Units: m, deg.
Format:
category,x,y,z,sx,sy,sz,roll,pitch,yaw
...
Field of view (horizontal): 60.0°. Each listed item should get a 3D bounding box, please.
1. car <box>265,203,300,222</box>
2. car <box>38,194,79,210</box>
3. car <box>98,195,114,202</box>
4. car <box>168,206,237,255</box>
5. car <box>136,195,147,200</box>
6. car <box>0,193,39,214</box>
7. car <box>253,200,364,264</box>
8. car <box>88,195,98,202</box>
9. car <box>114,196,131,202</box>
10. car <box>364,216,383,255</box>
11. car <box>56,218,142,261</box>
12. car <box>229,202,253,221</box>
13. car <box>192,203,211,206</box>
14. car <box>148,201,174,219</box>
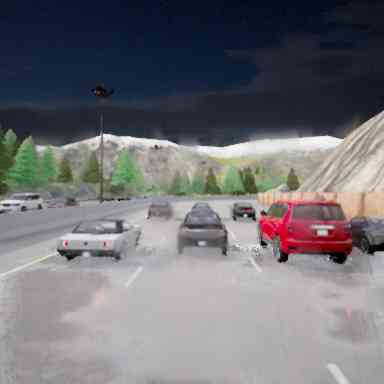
category,x,y,z,sx,sy,sz,roll,pitch,yaw
car,7.842,1.726,29.187,1.994,1.385,4.181,1,0,2
car,-13.226,1.314,33.831,2.097,1.767,4.553,1,0,2
car,-18.602,1.587,74.086,1.895,1.301,4.718,1,0,7
car,0.424,1.534,13.640,2.128,1.511,4.902,1,0,2
car,-11.349,1.477,75.179,1.812,1.442,4.674,1,0,7
car,-16.754,1.142,32.890,2.150,2.045,5.566,1,0,2
car,3.896,1.295,12.409,2.150,2.045,5.566,1,0,2
car,-21.927,1.380,75.505,1.837,1.490,4.892,1,0,7
car,-15.087,1.596,73.929,1.895,1.301,4.718,1,0,7
car,7.430,1.678,13.795,1.994,1.385,4.181,1,0,2
car,-3.116,1.604,12.251,1.895,1.301,4.718,1,0,2
car,4.333,1.631,28.889,1.837,1.490,4.892,1,0,2
car,0.847,1.656,29.469,1.994,1.385,4.181,1,0,2
car,-2.665,1.546,29.041,2.128,1.511,4.902,1,0,2
